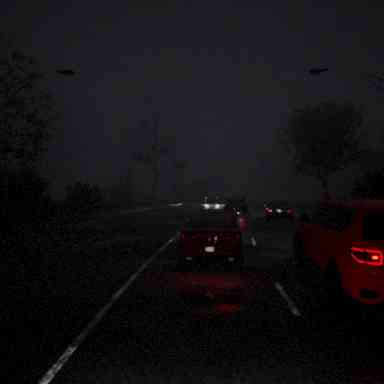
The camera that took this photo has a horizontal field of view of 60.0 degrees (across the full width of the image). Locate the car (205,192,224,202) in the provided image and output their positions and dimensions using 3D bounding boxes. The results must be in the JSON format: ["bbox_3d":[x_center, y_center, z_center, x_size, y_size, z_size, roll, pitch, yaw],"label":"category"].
[{"bbox_3d":[3.567,0.803,49.591,2.097,1.767,4.553,1,1,24],"label":"car"}]

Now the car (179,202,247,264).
[{"bbox_3d":[0.736,1.352,11.449,1.882,1.535,5.008,0,1,6],"label":"car"}]

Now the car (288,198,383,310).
[{"bbox_3d":[3.860,1.145,7.633,2.150,2.045,5.566,0,1,7],"label":"car"}]

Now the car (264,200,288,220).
[{"bbox_3d":[6.377,1.292,24.580,2.033,1.411,5.357,0,1,13],"label":"car"}]

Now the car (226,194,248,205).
[{"bbox_3d":[6.472,0.992,47.568,1.837,1.490,4.892,0,0,24],"label":"car"}]

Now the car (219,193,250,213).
[{"bbox_3d":[4.092,1.173,29.734,2.128,1.511,4.902,0,1,15],"label":"car"}]
